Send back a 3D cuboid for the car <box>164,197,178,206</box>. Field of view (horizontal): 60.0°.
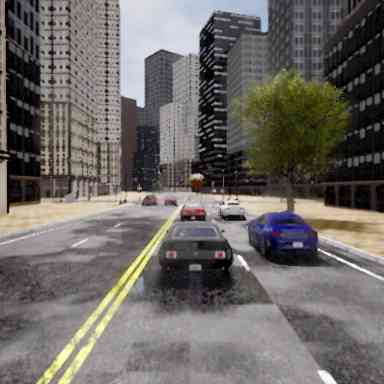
[{"bbox_3d":[-3.258,1.441,51.367,1.895,1.301,4.718,0,0,0],"label":"car"}]

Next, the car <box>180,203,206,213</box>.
[{"bbox_3d":[0.096,1.533,25.769,1.895,1.301,4.718,0,0,0],"label":"car"}]

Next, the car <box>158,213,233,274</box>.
[{"bbox_3d":[0.096,1.576,10.454,1.895,1.301,4.718,0,0,0],"label":"car"}]

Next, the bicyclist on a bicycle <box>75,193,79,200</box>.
[{"bbox_3d":[-24.712,0.895,71.548,0.582,1.620,1.656,0,1,1],"label":"bicyclist on a bicycle"}]

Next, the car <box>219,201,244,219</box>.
[{"bbox_3d":[3.347,1.450,28.202,1.812,1.442,4.674,0,0,0],"label":"car"}]

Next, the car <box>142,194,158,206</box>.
[{"bbox_3d":[-6.505,1.190,51.806,2.097,1.767,4.553,0,0,0],"label":"car"}]

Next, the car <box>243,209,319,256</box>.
[{"bbox_3d":[3.348,1.495,12.807,1.812,1.442,4.674,0,0,0],"label":"car"}]
